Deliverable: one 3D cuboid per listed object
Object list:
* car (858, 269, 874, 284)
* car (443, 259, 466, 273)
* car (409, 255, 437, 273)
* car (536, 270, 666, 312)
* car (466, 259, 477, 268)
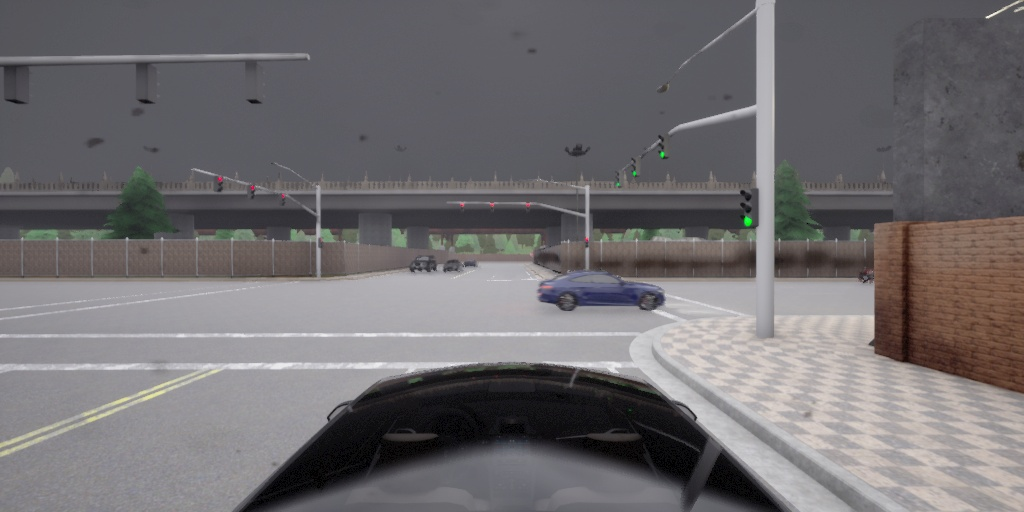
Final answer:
[{"bbox_3d":[26.088,1.157,23.932,5.008,1.535,1.882,0,0,0],"label":"car"},{"bbox_3d":[-7.087,1.228,43.283,1.837,1.490,4.892,0,0,0],"label":"car"},{"bbox_3d":[-10.589,0.944,43.202,2.150,2.045,5.566,0,0,1],"label":"car"},{"bbox_3d":[3.241,1.260,13.386,4.674,1.442,1.812,0,0,0],"label":"car"},{"bbox_3d":[-7.052,1.258,61.432,2.033,1.411,5.357,0,0,0],"label":"car"}]
